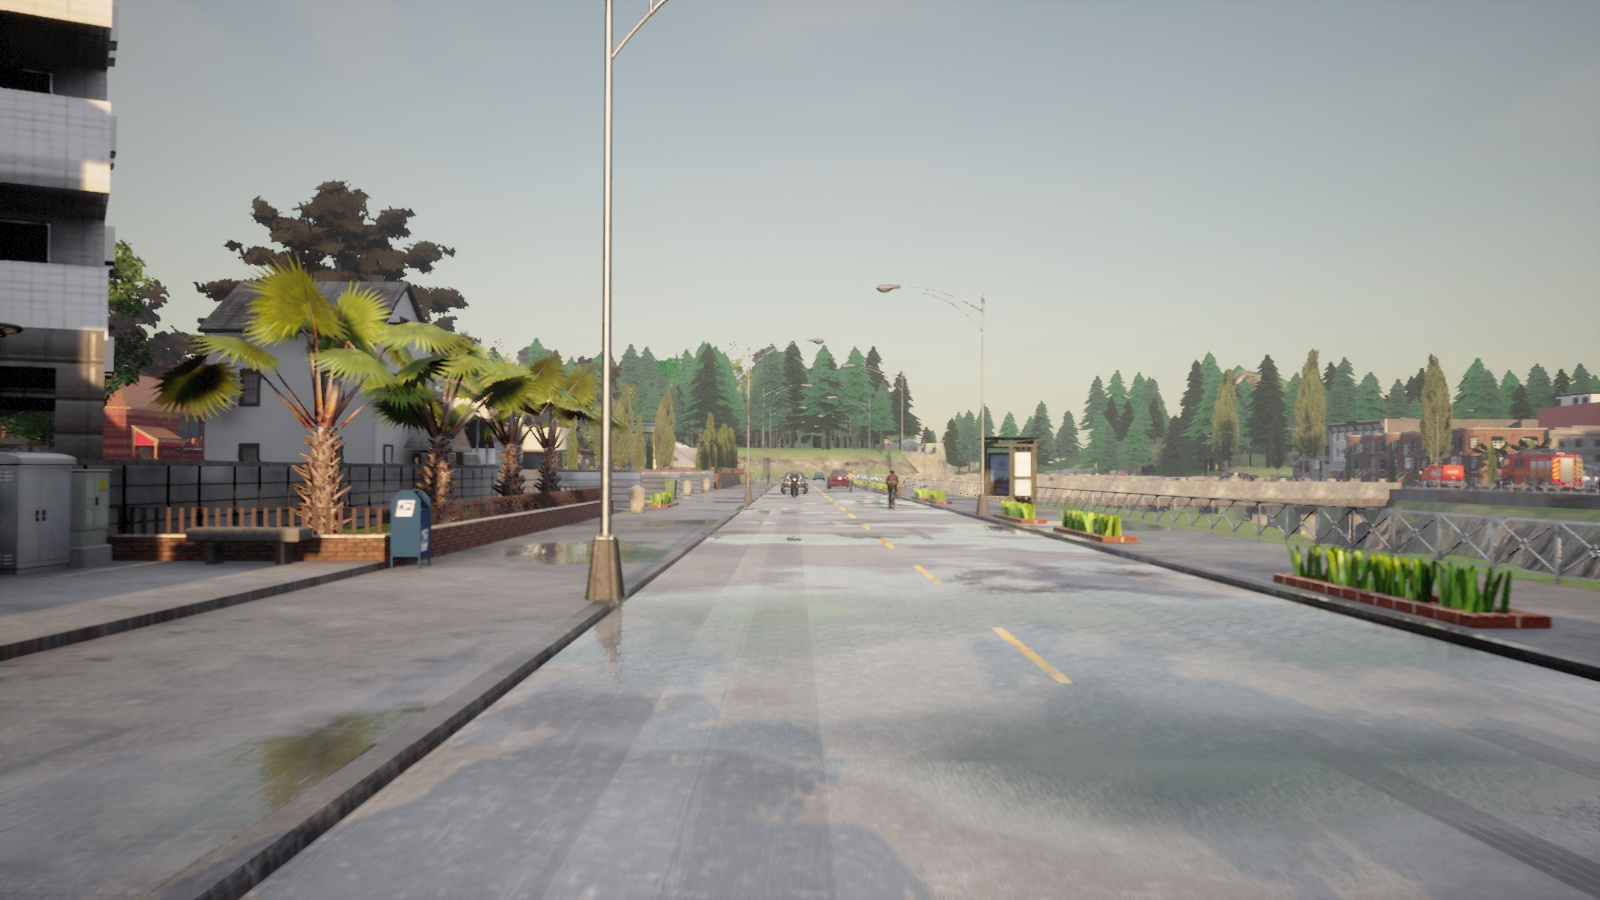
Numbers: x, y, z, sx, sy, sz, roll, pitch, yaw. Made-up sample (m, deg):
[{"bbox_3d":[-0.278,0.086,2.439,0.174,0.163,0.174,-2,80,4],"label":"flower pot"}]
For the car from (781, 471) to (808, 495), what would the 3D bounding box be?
[{"bbox_3d":[-0.390,2.220,85.135,1.789,1.549,3.705,0,-1,0],"label":"car"}]
